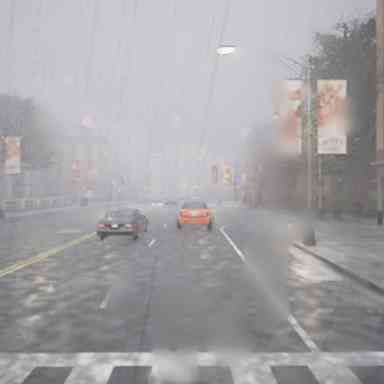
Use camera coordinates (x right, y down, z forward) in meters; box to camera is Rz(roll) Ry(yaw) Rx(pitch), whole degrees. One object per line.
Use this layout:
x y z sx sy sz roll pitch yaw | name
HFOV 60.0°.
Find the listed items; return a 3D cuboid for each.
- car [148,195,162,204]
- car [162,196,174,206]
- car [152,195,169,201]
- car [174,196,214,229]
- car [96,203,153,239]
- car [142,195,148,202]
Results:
-6.559 1.528 64.452 1.994 1.385 4.181 0 0 7 | car
-3.410 1.572 55.206 1.895 1.301 4.718 0 0 1 | car
-7.748 1.552 83.283 1.895 1.301 4.718 0 0 30 | car
0.321 1.341 21.744 2.097 1.767 4.553 0 0 5 | car
-3.403 1.538 17.153 2.033 1.411 5.357 0 0 0 | car
-9.912 1.480 77.976 2.002 1.452 4.674 0 0 20 | car
